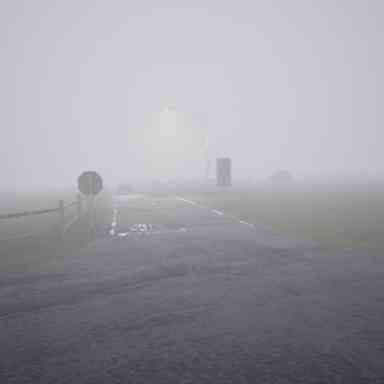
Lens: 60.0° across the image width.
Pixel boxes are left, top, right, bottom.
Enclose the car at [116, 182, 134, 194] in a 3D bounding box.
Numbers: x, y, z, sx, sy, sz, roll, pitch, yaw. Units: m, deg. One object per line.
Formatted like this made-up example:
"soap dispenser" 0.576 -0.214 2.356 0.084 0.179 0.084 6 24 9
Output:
"car" -7.956 -0.482 39.406 1.895 1.301 4.718 -2 3 -14
